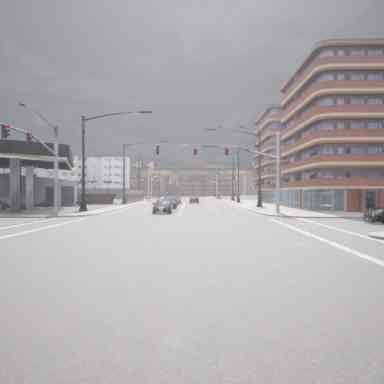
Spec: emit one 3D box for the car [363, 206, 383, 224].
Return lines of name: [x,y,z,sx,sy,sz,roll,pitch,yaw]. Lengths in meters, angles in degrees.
car: [14.727,1.352,23.648,4.553,1.767,2.097,0,0,1]

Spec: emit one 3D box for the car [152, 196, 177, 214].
car: [-3.070,1.492,35.201,2.128,1.511,4.902,0,0,0]

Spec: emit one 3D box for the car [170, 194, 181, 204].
car: [-3.198,1.352,65.091,2.097,1.767,4.553,0,0,0]

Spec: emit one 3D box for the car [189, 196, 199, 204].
car: [0.442,1.526,65.794,1.812,1.442,4.674,0,0,0]

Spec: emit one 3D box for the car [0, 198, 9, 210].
car: [-23.937,1.456,39.397,3.806,1.475,1.970,0,0,1]

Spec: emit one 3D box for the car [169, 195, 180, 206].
car: [-3.126,1.352,44.919,2.097,1.767,4.553,0,0,0]
